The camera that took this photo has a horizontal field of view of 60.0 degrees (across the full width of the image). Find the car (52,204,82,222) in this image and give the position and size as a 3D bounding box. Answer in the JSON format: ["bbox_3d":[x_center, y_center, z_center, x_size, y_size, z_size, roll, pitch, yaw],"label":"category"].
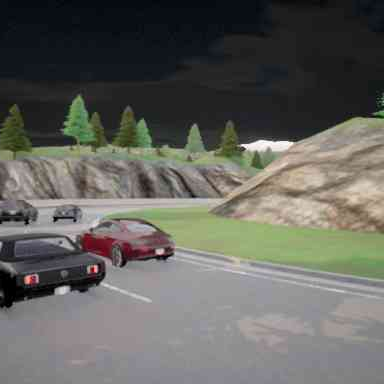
[{"bbox_3d":[-10.665,1.771,28.759,2.033,1.411,5.357,0,0,-11],"label":"car"}]

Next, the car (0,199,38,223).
[{"bbox_3d":[-13.407,1.537,25.890,2.097,1.767,4.553,0,-1,-15],"label":"car"}]

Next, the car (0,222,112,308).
[{"bbox_3d":[-4.058,1.663,8.200,1.895,1.301,4.718,1,-1,-43],"label":"car"}]

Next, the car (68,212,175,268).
[{"bbox_3d":[-2.471,1.626,11.729,1.812,1.442,4.674,0,0,-41],"label":"car"}]

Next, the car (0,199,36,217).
[{"bbox_3d":[-18.206,1.597,34.580,2.097,1.767,4.553,0,-1,-4],"label":"car"}]
